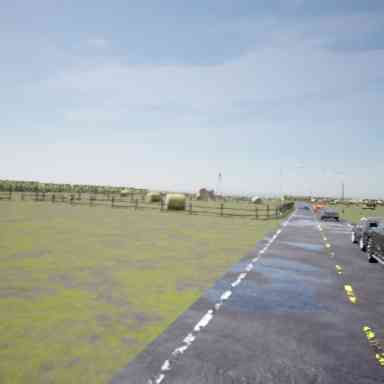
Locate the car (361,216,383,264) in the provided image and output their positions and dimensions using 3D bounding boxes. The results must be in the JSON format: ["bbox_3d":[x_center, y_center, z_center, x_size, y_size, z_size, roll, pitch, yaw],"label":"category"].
[{"bbox_3d":[6.932,1.560,10.185,2.150,2.045,5.566,2,-1,19],"label":"car"}]

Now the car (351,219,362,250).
[{"bbox_3d":[8.855,1.958,15.831,1.837,1.490,4.892,2,-1,19],"label":"car"}]

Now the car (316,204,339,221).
[{"bbox_3d":[15.342,2.415,37.209,2.033,1.411,5.357,2,0,19],"label":"car"}]

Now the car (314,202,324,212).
[{"bbox_3d":[23.115,2.686,60.034,2.097,1.767,4.553,2,0,19],"label":"car"}]

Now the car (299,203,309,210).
[{"bbox_3d":[22.617,2.899,67.085,1.812,1.442,4.674,2,0,19],"label":"car"}]
